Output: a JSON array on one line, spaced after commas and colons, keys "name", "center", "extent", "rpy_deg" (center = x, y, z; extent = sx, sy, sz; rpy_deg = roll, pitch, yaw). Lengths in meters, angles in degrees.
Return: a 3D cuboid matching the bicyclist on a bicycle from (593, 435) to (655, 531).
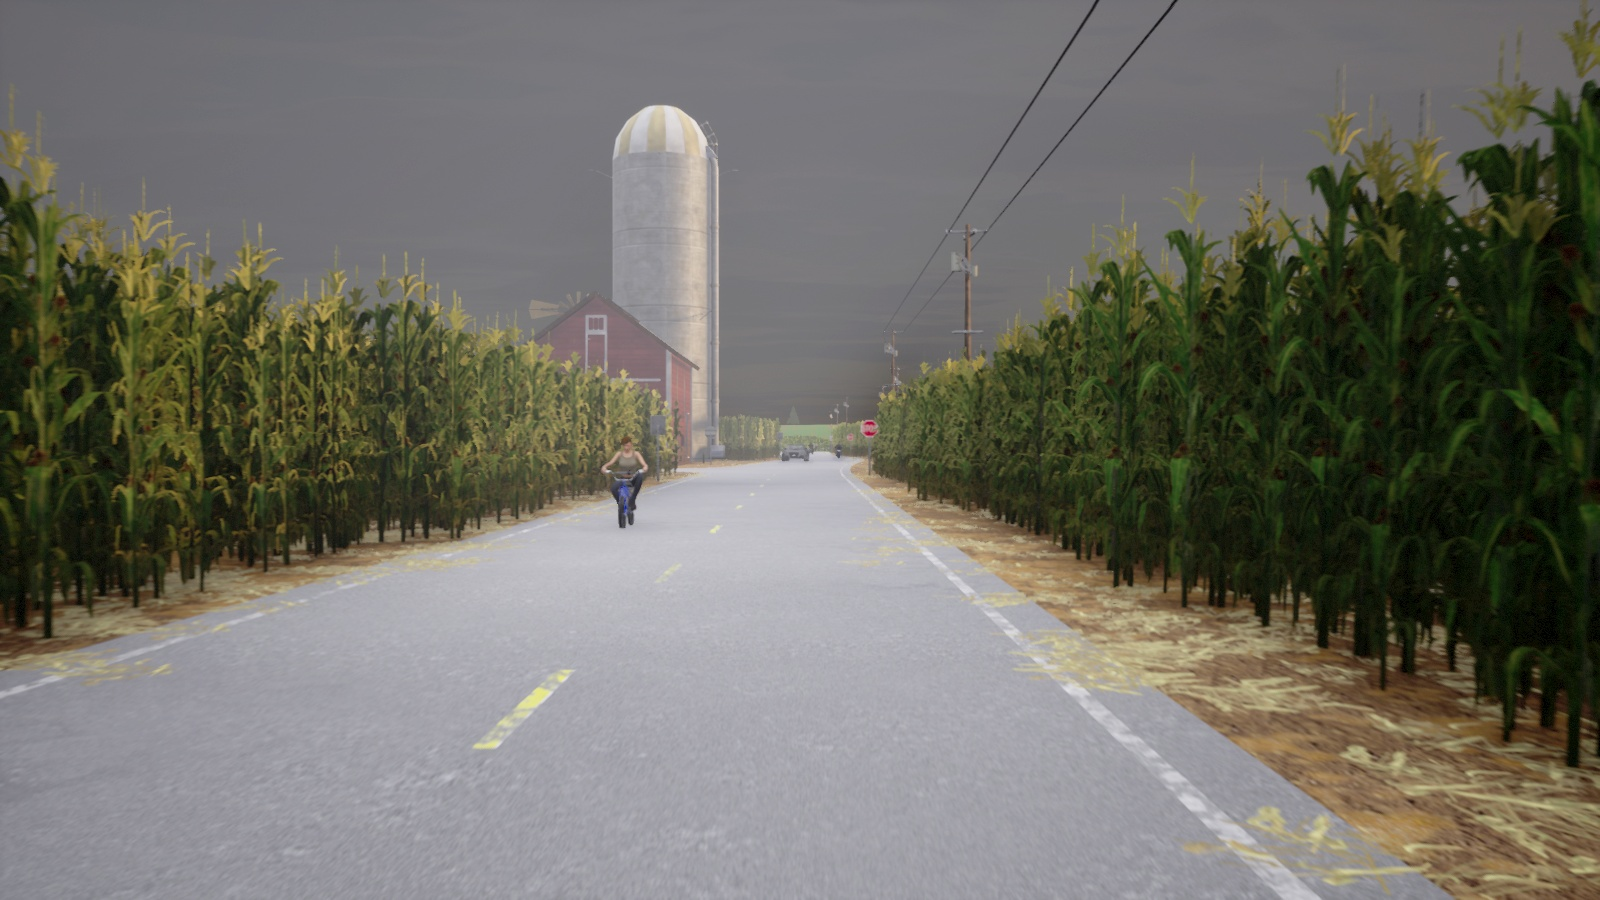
[{"name": "bicyclist on a bicycle", "center": [-3.052, 0.557, 21.908], "extent": [0.866, 1.612, 1.509], "rpy_deg": [0, 0, 1]}]
